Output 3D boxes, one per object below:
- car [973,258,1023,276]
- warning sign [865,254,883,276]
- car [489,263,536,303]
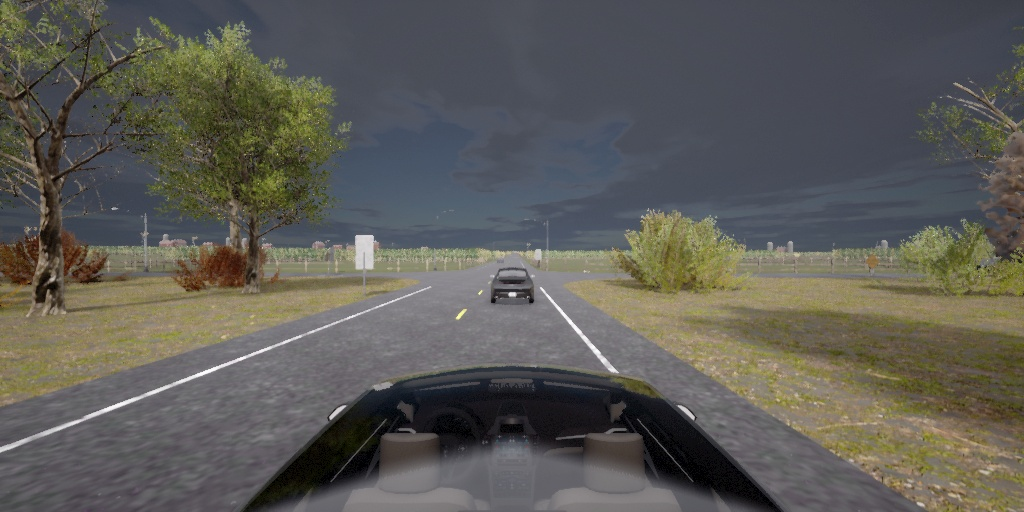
[{"bbox_3d":[44.332,0.940,31.941,4.553,1.767,2.097,0,0,5],"label":"car"},{"bbox_3d":[30.796,0.757,30.595,1.060,1.860,1.300,0,0,5],"label":"warning sign"},{"bbox_3d":[0.023,1.259,16.487,1.837,1.490,4.892,0,0,0],"label":"car"}]
